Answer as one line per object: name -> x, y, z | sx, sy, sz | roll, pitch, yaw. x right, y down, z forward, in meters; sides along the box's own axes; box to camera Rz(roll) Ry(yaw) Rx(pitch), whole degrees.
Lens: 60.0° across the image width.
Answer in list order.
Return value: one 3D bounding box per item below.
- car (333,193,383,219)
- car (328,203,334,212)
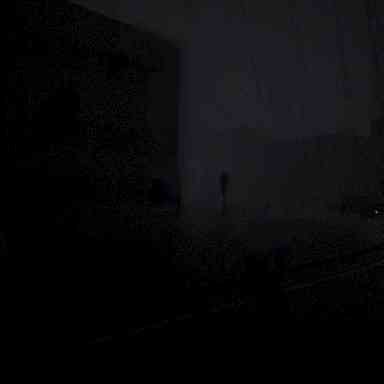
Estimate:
car -> 15.205, 1.178, 29.041 | 2.150, 2.045, 5.566 | 2, 0, -9
car -> 16.980, 1.481, 36.074 | 1.882, 1.535, 5.008 | 2, 0, -20
